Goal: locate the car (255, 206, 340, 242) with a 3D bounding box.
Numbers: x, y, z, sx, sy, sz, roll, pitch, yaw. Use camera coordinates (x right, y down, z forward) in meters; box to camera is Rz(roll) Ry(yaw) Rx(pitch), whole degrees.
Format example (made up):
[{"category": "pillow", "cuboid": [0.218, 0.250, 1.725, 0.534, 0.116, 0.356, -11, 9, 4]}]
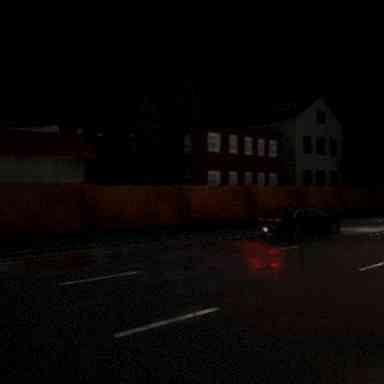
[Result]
[{"category": "car", "cuboid": [5.210, 1.423, 16.056, 4.902, 1.511, 2.128, 0, 0, -35]}]
